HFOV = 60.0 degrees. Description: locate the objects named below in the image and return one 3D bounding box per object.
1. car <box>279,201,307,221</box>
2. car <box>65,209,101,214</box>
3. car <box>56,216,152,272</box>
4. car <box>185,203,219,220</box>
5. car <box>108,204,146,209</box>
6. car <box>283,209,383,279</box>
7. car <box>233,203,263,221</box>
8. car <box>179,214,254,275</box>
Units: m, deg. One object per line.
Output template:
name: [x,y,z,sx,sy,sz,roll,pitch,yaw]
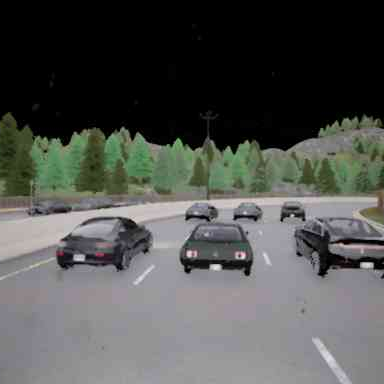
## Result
car: [8.285,1.538,27.301,1.837,1.490,4.892,0,0,18]
car: [-9.113,1.245,30.805,2.097,1.767,4.553,1,0,18]
car: [-2.593,1.493,10.687,1.812,1.442,4.674,0,0,6]
car: [0.887,1.539,27.026,1.994,1.385,4.181,0,0,17]
car: [-5.558,1.468,30.721,2.033,1.411,5.357,0,0,18]
car: [4.380,1.514,10.210,2.128,1.511,4.902,0,0,7]
car: [4.680,1.568,27.442,1.994,1.385,4.181,0,0,18]
car: [0.862,1.595,10.519,1.895,1.301,4.718,0,0,7]
